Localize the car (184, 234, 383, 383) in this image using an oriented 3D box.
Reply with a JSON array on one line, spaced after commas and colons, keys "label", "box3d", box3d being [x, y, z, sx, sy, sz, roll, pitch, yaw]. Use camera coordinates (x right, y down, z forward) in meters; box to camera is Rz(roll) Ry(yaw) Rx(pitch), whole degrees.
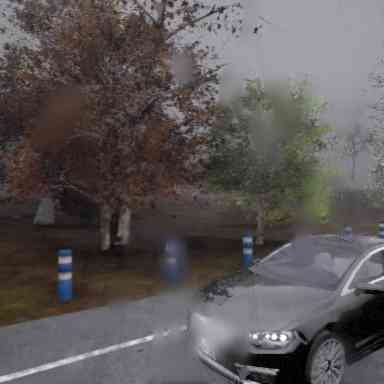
[{"label": "car", "box3d": [2.184, 1.476, 5.155, 4.902, 1.511, 2.128, 0, 0, -34]}]
